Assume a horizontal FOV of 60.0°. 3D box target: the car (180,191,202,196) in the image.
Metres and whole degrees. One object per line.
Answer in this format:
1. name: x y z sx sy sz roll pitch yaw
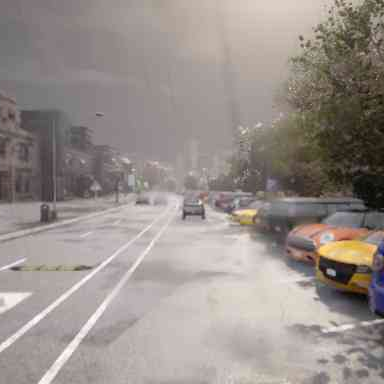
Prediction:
1. car: -0.142 1.160 43.013 2.097 1.767 4.553 0 0 -1

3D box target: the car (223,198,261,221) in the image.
1. car: 5.188 1.423 22.720 5.366 1.575 1.946 1 1 -20

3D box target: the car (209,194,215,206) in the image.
1. car: 5.163 1.312 40.615 5.008 1.535 2.097 1 0 -22

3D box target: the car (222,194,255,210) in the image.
1. car: 5.316 1.270 28.720 4.553 1.767 2.185 1 0 -21

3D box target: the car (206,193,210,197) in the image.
1. car: 4.891 1.274 49.499 4.674 1.452 2.002 0 1 -22

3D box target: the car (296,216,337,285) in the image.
1. car: 5.329 1.476 7.961 5.008 1.535 2.097 1 0 -20

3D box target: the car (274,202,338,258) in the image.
1. car: 5.359 1.344 10.936 4.553 1.767 2.185 1 0 -20

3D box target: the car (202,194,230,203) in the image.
1. car: 4.408 1.164 61.353 4.674 1.452 2.002 1 1 -23

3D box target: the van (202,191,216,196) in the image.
1. van: 4.580 0.951 55.369 4.442 1.987 1.878 1 1 -23

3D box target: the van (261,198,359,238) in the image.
1. van: 5.445 1.237 13.934 4.442 1.987 1.878 1 0 -20

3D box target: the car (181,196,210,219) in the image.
1. car: 0.124 1.404 28.404 2.128 1.511 4.902 0 0 0

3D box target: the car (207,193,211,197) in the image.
1. car: 5.002 1.302 46.553 4.674 1.452 2.002 1 0 -22

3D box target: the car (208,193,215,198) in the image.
1. car: 5.271 1.287 43.652 5.366 1.575 1.946 1 0 -22

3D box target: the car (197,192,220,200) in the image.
1. car: 3.680 0.902 73.207 4.553 1.767 2.185 1 0 -24

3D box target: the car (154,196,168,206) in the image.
1. car: -4.673 1.274 50.079 1.812 1.442 4.674 0 1 -2

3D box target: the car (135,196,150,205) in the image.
1. car: -7.499 1.287 51.250 2.033 1.411 5.357 0 1 -2

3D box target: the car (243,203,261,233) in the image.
1. car: 5.372 1.482 16.864 4.792 1.488 2.163 1 0 -20

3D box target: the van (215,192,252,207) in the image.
1. van: 5.341 1.111 37.688 4.442 1.987 1.878 1 0 -21

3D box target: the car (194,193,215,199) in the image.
1. car: 3.033 0.994 82.093 4.792 1.488 2.163 1 1 -25

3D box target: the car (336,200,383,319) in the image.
1. car: 5.344 1.229 5.017 5.566 2.045 2.435 1 0 -20

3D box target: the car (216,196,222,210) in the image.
1. car: 5.281 1.397 34.671 4.674 1.452 2.002 1 1 -21

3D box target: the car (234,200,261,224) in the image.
1. car: 5.531 1.440 19.878 5.366 1.575 1.946 1 0 -20

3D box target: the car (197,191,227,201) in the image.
1. car: 4.111 0.823 67.299 5.566 2.045 2.435 1 0 -24

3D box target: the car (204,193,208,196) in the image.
1. car: 4.802 1.246 52.452 4.674 1.452 2.002 1 0 -22

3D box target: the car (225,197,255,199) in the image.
1. car: 5.365 1.414 25.757 4.892 1.521 2.231 1 1 -20
